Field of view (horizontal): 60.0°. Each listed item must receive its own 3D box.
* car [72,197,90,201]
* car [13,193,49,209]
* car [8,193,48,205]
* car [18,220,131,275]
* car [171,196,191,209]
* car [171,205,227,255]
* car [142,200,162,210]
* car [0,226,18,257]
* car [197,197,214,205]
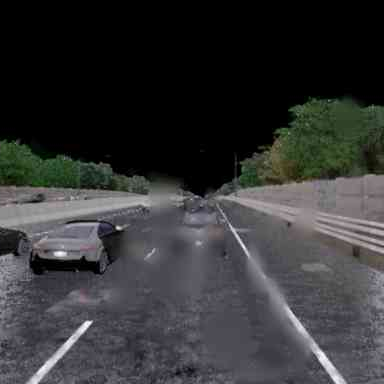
[{"bbox_3d":[-18.468,1.466,55.460,1.994,1.385,4.181,0,0,3],"label":"car"},{"bbox_3d":[-22.434,1.193,46.726,2.150,2.045,5.566,0,0,3],"label":"car"},{"bbox_3d":[-19.361,1.198,39.492,2.150,2.045,5.566,0,0,3],"label":"car"},{"bbox_3d":[-3.282,1.567,10.551,1.994,1.385,4.181,0,0,3],"label":"car"},{"bbox_3d":[-1.605,1.548,42.754,2.128,1.511,4.902,0,0,3],"label":"car"},{"bbox_3d":[0.369,1.516,13.376,2.128,1.511,4.902,0,0,3],"label":"car"},{"bbox_3d":[-5.101,1.642,42.953,1.895,1.301,4.718,0,0,3],"label":"car"},{"bbox_3d":[-6.815,1.513,9.991,1.812,1.442,4.674,0,0,3],"label":"car"},{"bbox_3d":[1.890,1.672,42.588,1.895,1.301,4.718,0,0,3],"label":"car"}]
